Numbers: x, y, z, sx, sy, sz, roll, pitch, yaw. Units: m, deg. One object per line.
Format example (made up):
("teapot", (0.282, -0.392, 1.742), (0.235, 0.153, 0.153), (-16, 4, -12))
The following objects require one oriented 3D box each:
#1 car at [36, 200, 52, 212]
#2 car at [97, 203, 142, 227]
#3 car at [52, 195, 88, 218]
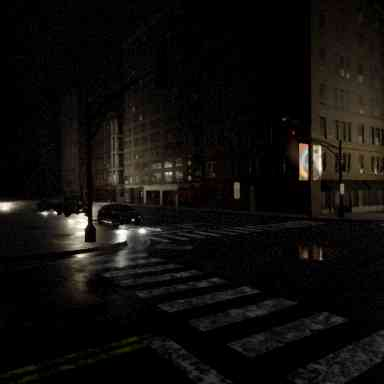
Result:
("car", (-18.499, 1.722, 42.359), (2.033, 1.411, 5.357), (-1, 0, -35))
("car", (-5.295, 1.614, 23.871), (1.837, 1.490, 4.892), (-1, 0, -36))
("car", (-11.878, 1.362, 33.070), (2.150, 2.045, 5.566), (-1, 1, -35))
